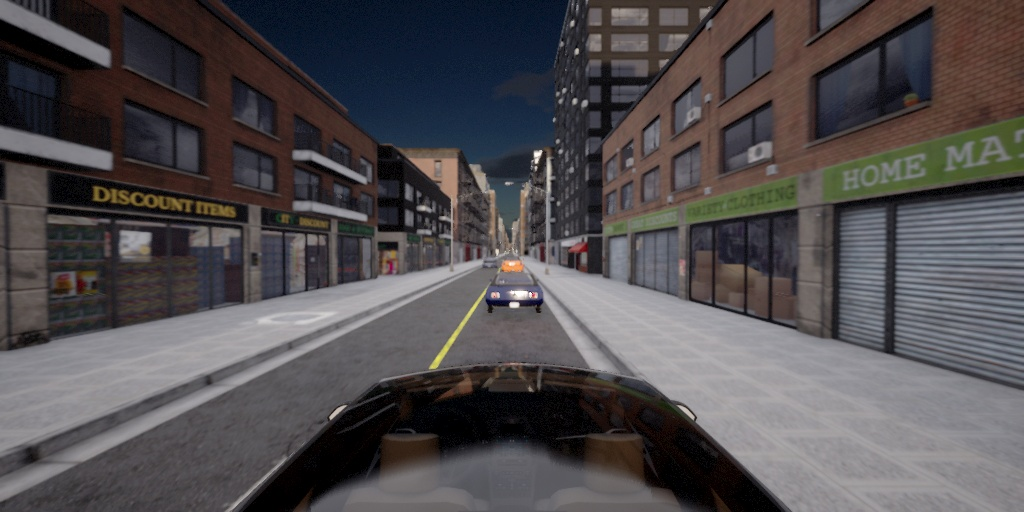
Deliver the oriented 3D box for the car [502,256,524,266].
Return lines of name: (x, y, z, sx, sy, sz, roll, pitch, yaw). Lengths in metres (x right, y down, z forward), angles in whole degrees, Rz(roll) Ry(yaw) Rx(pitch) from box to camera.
car: (0.054, 0.767, 35.469, 2.097, 1.767, 4.553, 0, 1, 0)

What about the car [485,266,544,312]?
car: (0.079, 1.234, 13.443, 1.895, 1.301, 4.718, 0, 1, 0)

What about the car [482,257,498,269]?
car: (-2.815, 0.852, 46.652, 2.033, 1.411, 5.357, 0, 1, 0)
